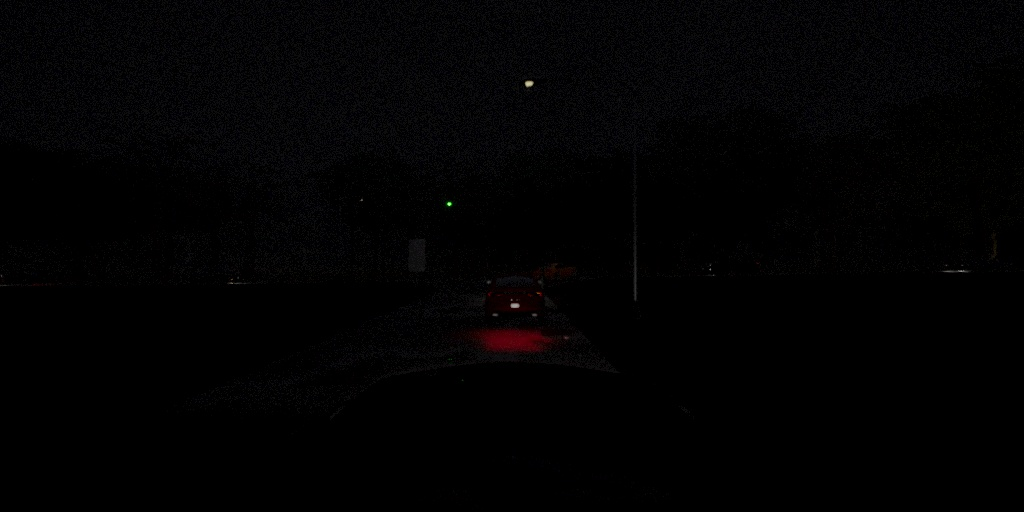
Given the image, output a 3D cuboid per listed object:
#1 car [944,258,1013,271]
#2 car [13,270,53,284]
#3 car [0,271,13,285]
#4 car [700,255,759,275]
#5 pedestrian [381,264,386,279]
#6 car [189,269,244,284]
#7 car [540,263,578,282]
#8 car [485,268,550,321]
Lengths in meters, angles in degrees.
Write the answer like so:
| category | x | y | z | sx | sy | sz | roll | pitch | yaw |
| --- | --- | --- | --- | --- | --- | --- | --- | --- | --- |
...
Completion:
| category | x | y | z | sx | sy | sz | roll | pitch | yaw |
| --- | --- | --- | --- | --- | --- | --- | --- | --- | --- |
| car | 49.589 | 0.878 | 38.126 | 5.357 | 1.411 | 2.033 | -1 | -3 | 1 |
| car | -52.107 | 2.232 | 38.184 | 4.902 | 1.511 | 2.128 | 0 | -3 | 1 |
| car | -52.217 | 1.931 | 34.635 | 4.553 | 1.767 | 2.097 | 0 | -3 | 0 |
| car | 23.110 | 0.952 | 38.224 | 5.566 | 2.045 | 2.150 | -1 | -3 | 0 |
| pedestrian | -15.107 | 1.820 | 42.131 | 0.375 | 1.860 | 0.375 | 0 | -2 | 0 |
| car | -28.380 | 1.943 | 34.536 | 4.181 | 1.385 | 1.994 | -1 | -3 | 0 |
| car | 3.858 | 1.334 | 31.075 | 1.882 | 1.535 | 5.008 | -5 | 0 | 39 |
| car | 0.094 | 1.328 | 12.983 | 1.882 | 1.535 | 5.008 | 0 | -1 | 0 |
